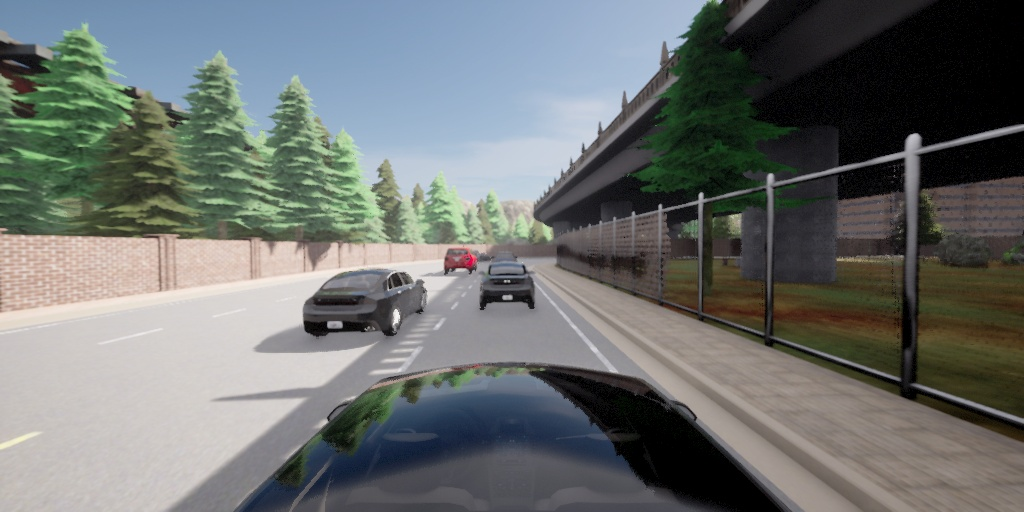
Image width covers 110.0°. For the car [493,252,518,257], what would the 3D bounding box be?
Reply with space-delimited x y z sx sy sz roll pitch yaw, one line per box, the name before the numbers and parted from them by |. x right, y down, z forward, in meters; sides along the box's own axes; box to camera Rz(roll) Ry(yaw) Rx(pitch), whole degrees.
car | -0.583 0.419 29.642 2.097 1.767 4.553 0 1 -1

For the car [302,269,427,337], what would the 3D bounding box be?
car | -3.615 1.078 9.643 1.837 1.490 4.892 0 2 -1

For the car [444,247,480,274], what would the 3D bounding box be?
car | -4.066 0.324 28.832 2.150 2.045 5.566 0 1 -1

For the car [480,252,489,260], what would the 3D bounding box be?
car | -4.614 0.210 47.603 1.994 1.385 4.181 0 1 25

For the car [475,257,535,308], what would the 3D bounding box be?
car | -0.191 0.969 13.390 1.837 1.490 4.892 0 1 -1
